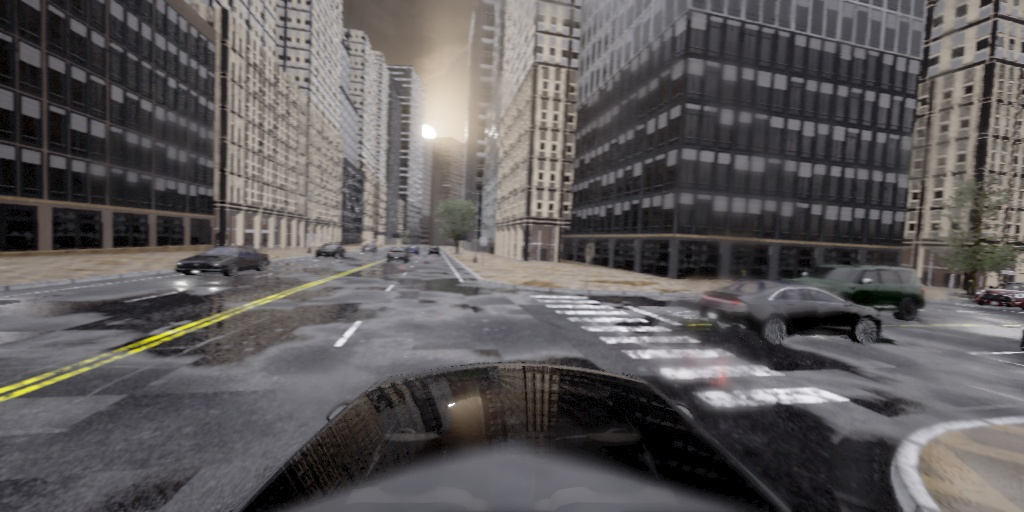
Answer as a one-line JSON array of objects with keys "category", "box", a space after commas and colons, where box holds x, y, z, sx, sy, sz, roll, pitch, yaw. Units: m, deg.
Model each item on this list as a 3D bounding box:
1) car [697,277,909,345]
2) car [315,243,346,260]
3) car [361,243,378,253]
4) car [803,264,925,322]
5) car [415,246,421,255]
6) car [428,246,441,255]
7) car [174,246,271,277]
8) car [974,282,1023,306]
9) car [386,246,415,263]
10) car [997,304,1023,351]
[{"category": "car", "box": [7.662, 1.469, 9.936, 4.902, 1.511, 2.128, 3, 2, -12]}, {"category": "car", "box": [-17.869, -0.509, 35.482, 1.882, 1.535, 5.008, 2, 1, -12]}, {"category": "car", "box": [-22.231, -1.238, 56.166, 2.128, 1.511, 4.902, 2, 1, -12]}, {"category": "car", "box": [13.315, 1.348, 14.176, 5.566, 2.045, 2.150, 3, 2, -13]}, {"category": "car", "box": [-15.536, -0.921, 56.424, 1.812, 1.442, 4.674, 2, 2, -12]}, {"category": "car", "box": [-12.908, -0.915, 59.655, 1.837, 1.490, 4.892, 2, 2, -12]}, {"category": "car", "box": [-14.118, 0.194, 17.994, 2.033, 1.411, 5.357, 2, 2, -12]}, {"category": "car", "box": [28.852, 2.196, 20.458, 4.097, 1.591, 1.967, 0, 0, -13]}, {"category": "car", "box": [-10.736, -0.148, 34.119, 2.128, 1.511, 4.902, 2, 2, -12]}, {"category": "car", "box": [14.250, 1.967, 8.380, 4.403, 1.370, 2.007, 0, 0, -13]}]
